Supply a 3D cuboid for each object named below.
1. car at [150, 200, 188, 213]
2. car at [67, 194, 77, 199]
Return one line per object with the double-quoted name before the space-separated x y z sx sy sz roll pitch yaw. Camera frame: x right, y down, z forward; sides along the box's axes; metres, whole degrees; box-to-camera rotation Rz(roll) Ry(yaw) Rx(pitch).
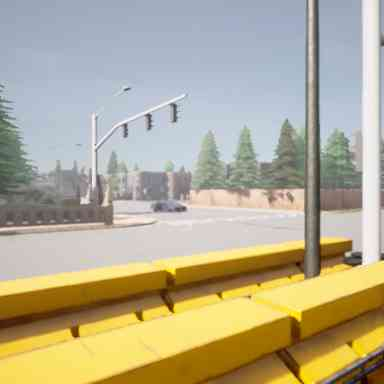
"car" -2.644 1.535 36.426 2.033 1.411 5.357 0 0 -36
"car" -32.222 1.342 89.634 1.837 1.490 4.892 0 0 -36
